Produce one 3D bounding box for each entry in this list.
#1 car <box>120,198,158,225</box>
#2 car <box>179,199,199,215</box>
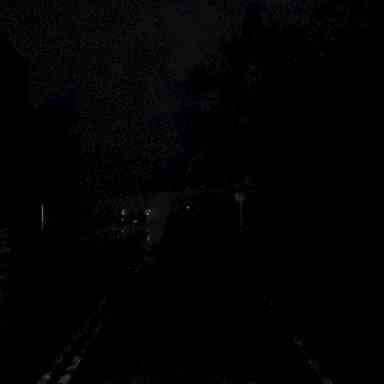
[{"bbox_3d":[-3.619,1.273,23.362,2.097,1.767,4.553,0,1,-1],"label":"car"},{"bbox_3d":[-0.297,1.390,31.741,2.033,1.411,5.357,0,1,1],"label":"car"}]
